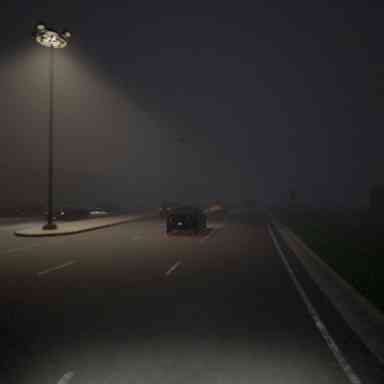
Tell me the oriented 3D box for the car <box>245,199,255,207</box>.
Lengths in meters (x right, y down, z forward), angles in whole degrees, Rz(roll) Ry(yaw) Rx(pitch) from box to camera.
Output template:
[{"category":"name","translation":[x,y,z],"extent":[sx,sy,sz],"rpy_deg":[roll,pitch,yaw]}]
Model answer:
[{"category":"car","translation":[12.233,2.201,69.822],"extent":[2.128,1.511,4.902],"rpy_deg":[0,-1,11]}]

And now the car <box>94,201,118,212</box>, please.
[{"category":"car","translation":[-11.442,1.894,44.110],"extent":[1.994,1.385,4.181],"rpy_deg":[0,-1,11]}]

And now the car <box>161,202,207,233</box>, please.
[{"category":"car","translation":[-0.248,1.663,21.117],"extent":[1.882,1.535,5.008],"rpy_deg":[0,-1,10]}]

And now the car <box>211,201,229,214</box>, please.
[{"category":"car","translation":[3.462,1.858,41.213],"extent":[1.882,1.535,5.008],"rpy_deg":[0,-1,11]}]

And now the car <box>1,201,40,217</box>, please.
[{"category":"car","translation":[-16.950,1.688,33.691],"extent":[1.882,1.535,5.008],"rpy_deg":[0,0,11]}]

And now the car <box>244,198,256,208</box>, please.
[{"category":"car","translation":[10.570,1.941,60.863],"extent":[2.097,1.767,4.553],"rpy_deg":[0,-1,11]}]

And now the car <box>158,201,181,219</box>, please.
[{"category":"car","translation":[-1.728,1.629,32.419],"extent":[2.097,1.767,4.553],"rpy_deg":[0,-1,10]}]

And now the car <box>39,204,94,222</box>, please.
[{"category":"car","translation":[-10.718,1.801,28.934],"extent":[1.895,1.301,4.718],"rpy_deg":[0,-1,11]}]
